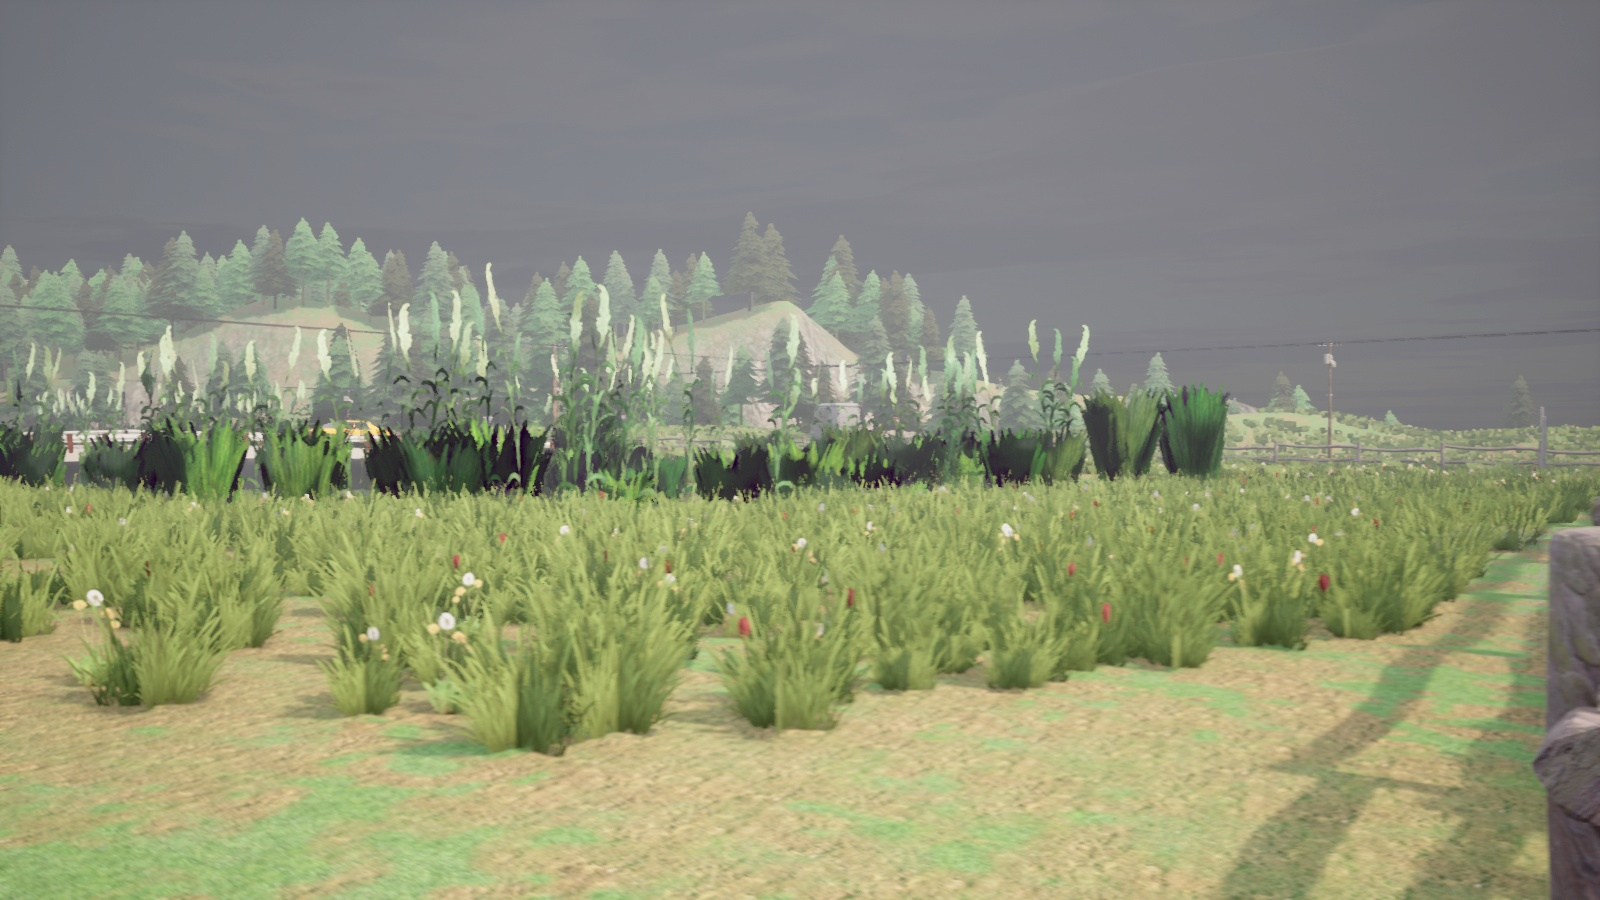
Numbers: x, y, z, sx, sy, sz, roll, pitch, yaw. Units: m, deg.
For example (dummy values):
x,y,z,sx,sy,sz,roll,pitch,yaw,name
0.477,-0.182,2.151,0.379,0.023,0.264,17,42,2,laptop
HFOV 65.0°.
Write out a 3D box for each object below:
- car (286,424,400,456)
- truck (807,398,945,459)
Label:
x,y,z,sx,sy,sz,roll,pitch,yaw,name
-23.715,-0.499,65.343,1.801,1.575,5.366,0,-1,41,car
4.414,-1.247,74.374,7.936,3.462,2.891,0,1,40,truck
